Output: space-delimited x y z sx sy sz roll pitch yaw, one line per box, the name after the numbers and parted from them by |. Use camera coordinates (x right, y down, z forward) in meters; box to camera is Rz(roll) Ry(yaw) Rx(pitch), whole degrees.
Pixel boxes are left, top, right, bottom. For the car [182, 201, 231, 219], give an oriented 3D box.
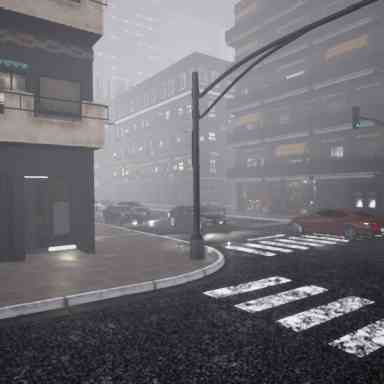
1.189 1.511 29.144 2.008 1.369 4.403 -1 1 -36 | car

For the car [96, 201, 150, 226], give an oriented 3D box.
-5.191 1.631 24.519 1.947 1.339 4.313 -1 1 -36 | car

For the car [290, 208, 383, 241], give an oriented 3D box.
7.166 1.509 16.726 1.812 1.442 4.674 0 0 -36 | car

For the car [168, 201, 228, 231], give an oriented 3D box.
0.258 1.533 21.201 1.837 1.490 4.892 -1 1 -36 | car

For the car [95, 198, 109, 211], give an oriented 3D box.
-11.356 1.567 37.237 1.812 1.442 4.674 -1 1 -36 | car

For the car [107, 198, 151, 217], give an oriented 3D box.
-5.309 1.540 28.880 1.837 1.490 4.892 -1 1 -36 | car
